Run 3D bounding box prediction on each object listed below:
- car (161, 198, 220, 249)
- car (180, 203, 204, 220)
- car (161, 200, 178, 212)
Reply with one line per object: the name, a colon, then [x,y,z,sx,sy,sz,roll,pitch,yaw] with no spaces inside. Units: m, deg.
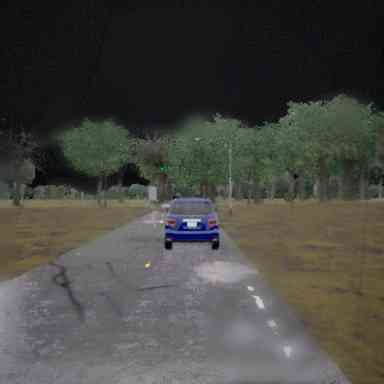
car: [0.000,1.275,14.694,2.150,2.045,5.566,0,0,0]
car: [0.000,1.667,29.701,1.895,1.301,4.718,0,0,0]
car: [-2.750,1.742,41.649,1.895,1.301,4.718,0,0,0]
